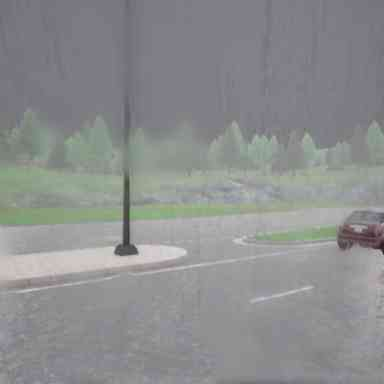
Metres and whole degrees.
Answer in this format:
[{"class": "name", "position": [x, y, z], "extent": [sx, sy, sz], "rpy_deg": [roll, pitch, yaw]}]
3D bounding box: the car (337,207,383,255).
[{"class": "car", "position": [8.139, 1.491, 13.666], "extent": [4.553, 1.767, 2.097], "rpy_deg": [1, 0, -30]}]
